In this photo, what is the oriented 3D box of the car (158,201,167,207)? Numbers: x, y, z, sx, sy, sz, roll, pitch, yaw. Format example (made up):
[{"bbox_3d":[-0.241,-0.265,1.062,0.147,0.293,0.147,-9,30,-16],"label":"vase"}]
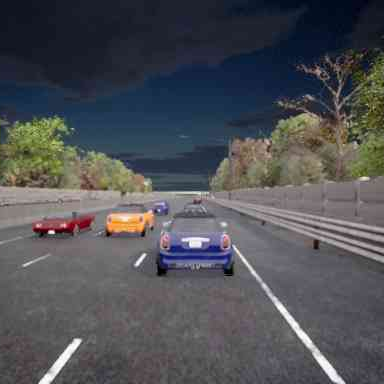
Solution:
[{"bbox_3d":[-3.389,1.726,36.630,1.812,1.442,4.674,0,0,0],"label":"car"}]

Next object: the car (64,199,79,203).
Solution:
[{"bbox_3d":[-24.478,1.982,67.954,1.895,1.301,4.718,0,0,0],"label":"car"}]

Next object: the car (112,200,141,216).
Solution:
[{"bbox_3d":[-6.889,1.685,35.604,2.128,1.511,4.902,0,0,0],"label":"car"}]

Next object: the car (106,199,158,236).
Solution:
[{"bbox_3d":[-3.396,1.450,19.049,2.097,1.767,4.553,0,0,0],"label":"car"}]

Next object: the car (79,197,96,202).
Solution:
[{"bbox_3d":[-20.978,1.898,68.605,1.837,1.490,4.892,0,0,0],"label":"car"}]

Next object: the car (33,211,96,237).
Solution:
[{"bbox_3d":[-6.894,1.696,18.575,1.895,1.301,4.718,0,0,0],"label":"car"}]

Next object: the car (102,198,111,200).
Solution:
[{"bbox_3d":[-17.478,1.922,68.603,1.812,1.442,4.674,0,0,0],"label":"car"}]

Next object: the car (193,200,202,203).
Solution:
[{"bbox_3d":[0.108,1.709,30.190,2.033,1.411,5.357,0,0,0],"label":"car"}]

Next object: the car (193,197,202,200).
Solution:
[{"bbox_3d":[1.248,1.899,71.503,1.882,1.535,5.008,0,0,0],"label":"car"}]

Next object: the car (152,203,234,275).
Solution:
[{"bbox_3d":[0.093,1.405,10.784,2.097,1.767,4.553,0,0,0],"label":"car"}]
